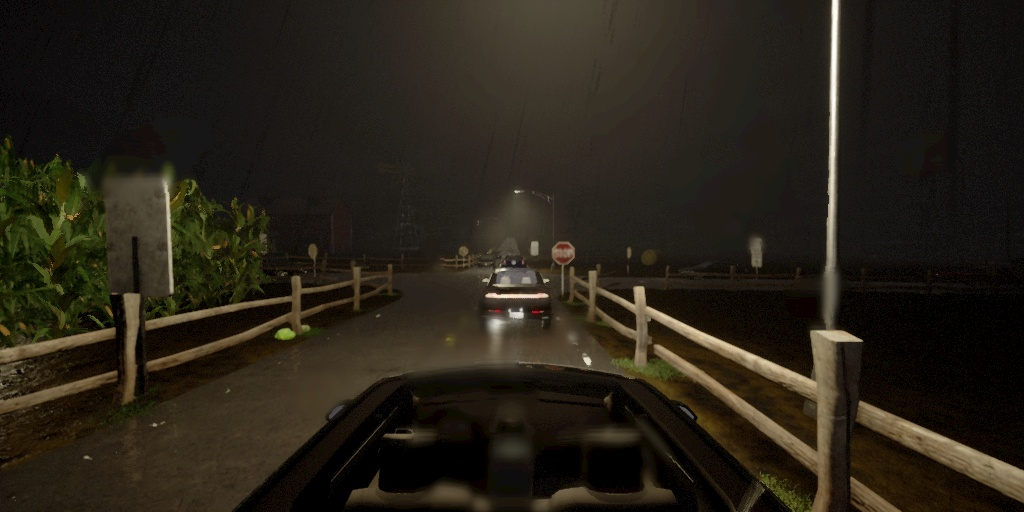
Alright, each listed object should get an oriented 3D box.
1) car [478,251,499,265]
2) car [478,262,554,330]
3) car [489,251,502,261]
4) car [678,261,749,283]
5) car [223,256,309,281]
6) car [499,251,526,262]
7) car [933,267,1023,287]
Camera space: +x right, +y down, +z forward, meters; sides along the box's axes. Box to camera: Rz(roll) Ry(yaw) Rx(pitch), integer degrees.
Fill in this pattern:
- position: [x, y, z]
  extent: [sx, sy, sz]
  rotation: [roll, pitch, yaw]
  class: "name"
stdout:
- position: [-2.764, 0.530, 40.423]
  extent: [1.882, 1.535, 5.008]
  rotation: [0, 2, 0]
  class: "car"
- position: [0.117, 1.092, 10.523]
  extent: [2.128, 1.511, 4.902]
  rotation: [0, 1, 0]
  class: "car"
- position: [-2.664, -0.083, 59.440]
  extent: [1.837, 1.490, 4.892]
  rotation: [0, 2, 1]
  class: "car"
- position: [14.514, 1.083, 25.952]
  extent: [4.674, 1.442, 1.812]
  rotation: [1, 3, 0]
  class: "car"
- position: [-15.780, 0.732, 23.177]
  extent: [4.892, 1.490, 1.837]
  rotation: [1, 3, -1]
  class: "car"
- position: [0.162, 0.575, 32.499]
  extent: [2.097, 1.767, 4.553]
  rotation: [0, 1, 0]
  class: "car"
- position: [33.642, 1.481, 25.860]
  extent: [4.718, 1.301, 1.895]
  rotation: [1, 3, 0]
  class: "car"
